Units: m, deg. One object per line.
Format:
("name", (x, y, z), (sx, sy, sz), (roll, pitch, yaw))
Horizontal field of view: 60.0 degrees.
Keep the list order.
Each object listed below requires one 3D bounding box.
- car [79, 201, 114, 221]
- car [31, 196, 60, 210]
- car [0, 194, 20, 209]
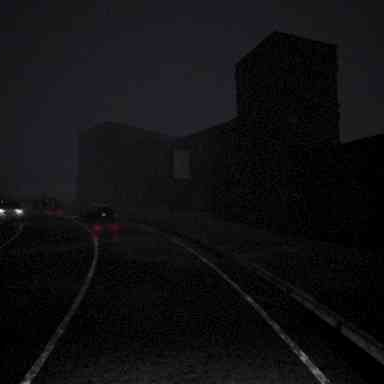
("car", (-7.377, 1.407, 25.564), (1.812, 1.442, 4.674), (2, -1, -30))
("car", (-16.577, 1.151, 37.571), (2.128, 1.511, 4.902), (4, -1, -41))
("car", (-20.389, 0.940, 36.440), (1.882, 1.535, 5.008), (4, -2, -43))
